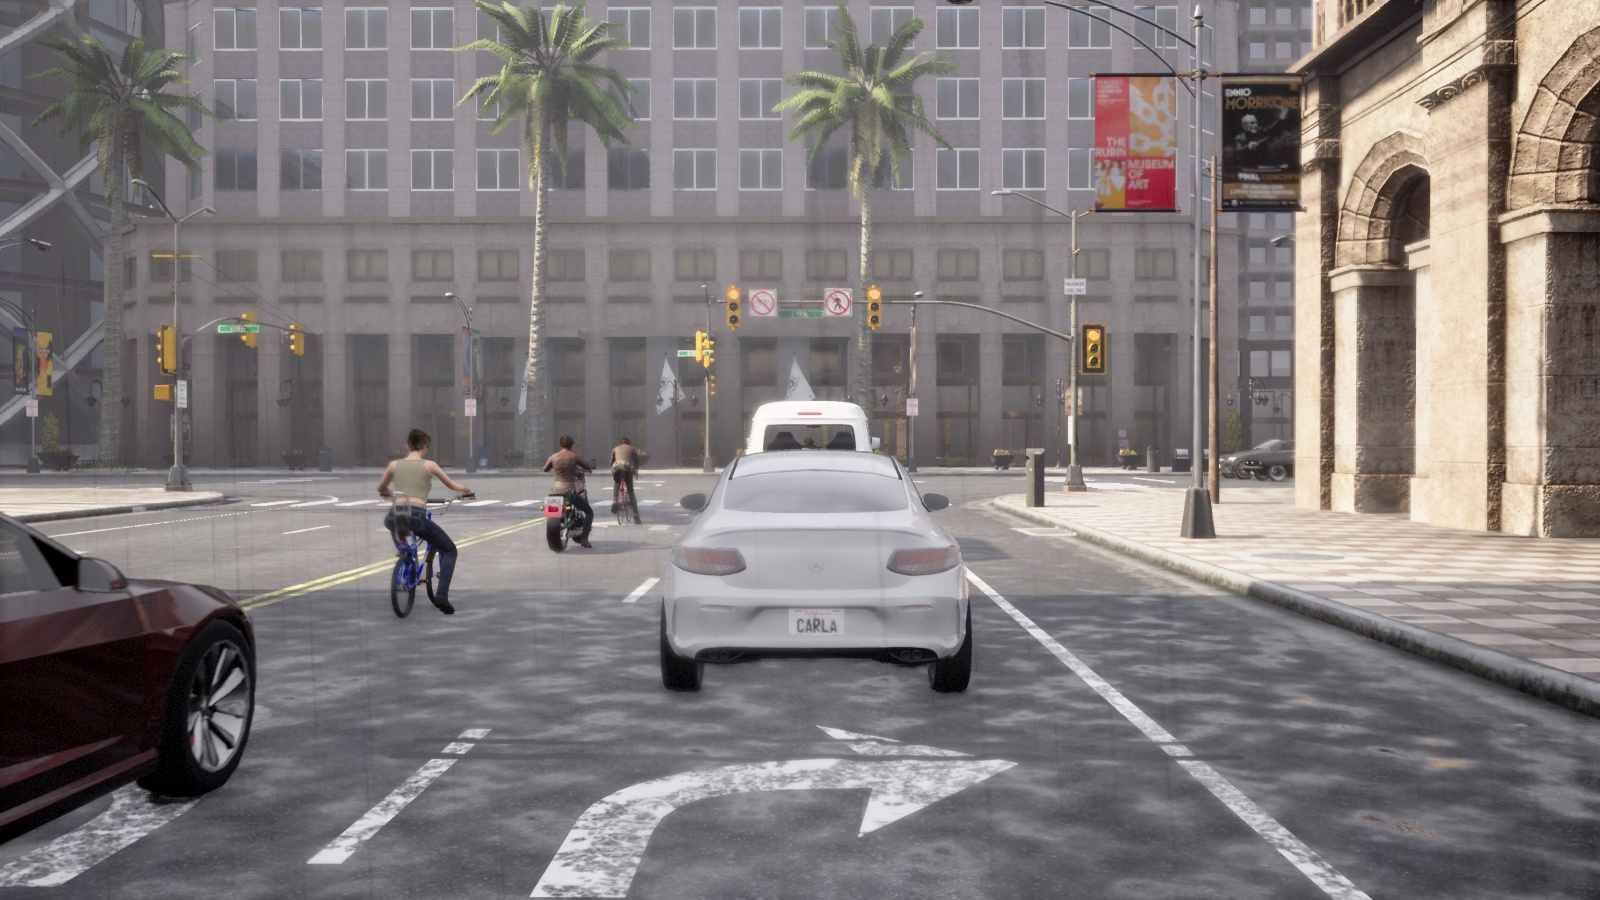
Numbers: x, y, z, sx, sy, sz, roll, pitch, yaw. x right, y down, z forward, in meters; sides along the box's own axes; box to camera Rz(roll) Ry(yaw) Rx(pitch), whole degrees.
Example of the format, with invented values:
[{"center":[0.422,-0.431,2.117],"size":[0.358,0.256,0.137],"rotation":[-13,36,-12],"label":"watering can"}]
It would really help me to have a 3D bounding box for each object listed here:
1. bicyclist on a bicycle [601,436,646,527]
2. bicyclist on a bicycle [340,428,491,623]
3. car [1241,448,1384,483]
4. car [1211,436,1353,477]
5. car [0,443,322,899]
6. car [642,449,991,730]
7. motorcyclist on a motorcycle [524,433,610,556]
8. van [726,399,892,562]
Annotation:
[{"center":[-3.256,0.565,23.313],"size":[0.582,1.620,1.656],"rotation":[0,0,1],"label":"bicyclist on a bicycle"},{"center":[-3.366,0.617,11.144],"size":[0.866,1.612,1.509],"rotation":[0,0,0],"label":"bicyclist on a bicycle"},{"center":[19.545,0.591,48.045],"size":[4.718,1.301,1.895],"rotation":[0,0,1],"label":"car"},{"center":[19.711,0.250,51.521],"size":[5.027,1.651,2.152],"rotation":[0,0,1],"label":"car"},{"center":[-3.449,0.722,3.778],"size":[2.163,1.488,4.792],"rotation":[0,0,1],"label":"car"},{"center":[0.104,0.722,8.867],"size":[1.812,1.442,4.674],"rotation":[0,0,0],"label":"car"},{"center":[-3.299,0.593,17.981],"size":[0.766,1.649,2.350],"rotation":[0,0,1],"label":"motorcyclist on a motorcycle"},{"center":[0.170,0.369,17.908],"size":[2.069,2.038,4.480],"rotation":[0,0,1],"label":"van"}]
